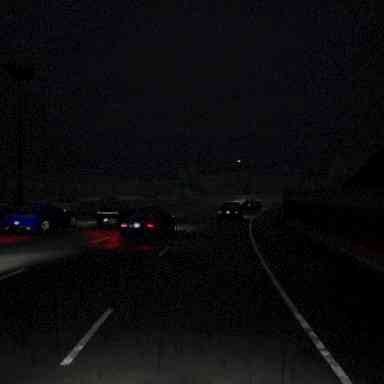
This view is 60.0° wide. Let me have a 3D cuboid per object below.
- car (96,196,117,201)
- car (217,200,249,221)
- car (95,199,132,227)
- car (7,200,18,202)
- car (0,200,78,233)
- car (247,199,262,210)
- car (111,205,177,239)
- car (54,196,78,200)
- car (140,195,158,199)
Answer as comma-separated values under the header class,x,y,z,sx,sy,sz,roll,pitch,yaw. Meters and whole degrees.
class,x,y,z,sx,sy,sz,roll,pitch,yaw
car,-15.523,1.448,60.615,1.837,1.490,4.892,0,0,23
car,3.187,1.545,26.879,2.033,1.411,5.357,0,0,12
car,-4.784,1.474,22.422,2.128,1.511,4.902,0,0,10
car,-17.270,1.515,32.294,1.994,1.385,4.181,0,0,13
car,-8.755,1.452,19.737,1.882,1.535,5.008,0,0,8
car,7.626,1.567,42.358,1.994,1.385,4.181,0,0,19
car,-2.102,1.537,17.185,2.033,1.411,5.357,0,0,8
car,-21.226,1.425,55.683,2.128,1.511,4.902,0,0,21
car,-8.666,1.290,67.374,2.128,1.511,4.902,0,0,25
